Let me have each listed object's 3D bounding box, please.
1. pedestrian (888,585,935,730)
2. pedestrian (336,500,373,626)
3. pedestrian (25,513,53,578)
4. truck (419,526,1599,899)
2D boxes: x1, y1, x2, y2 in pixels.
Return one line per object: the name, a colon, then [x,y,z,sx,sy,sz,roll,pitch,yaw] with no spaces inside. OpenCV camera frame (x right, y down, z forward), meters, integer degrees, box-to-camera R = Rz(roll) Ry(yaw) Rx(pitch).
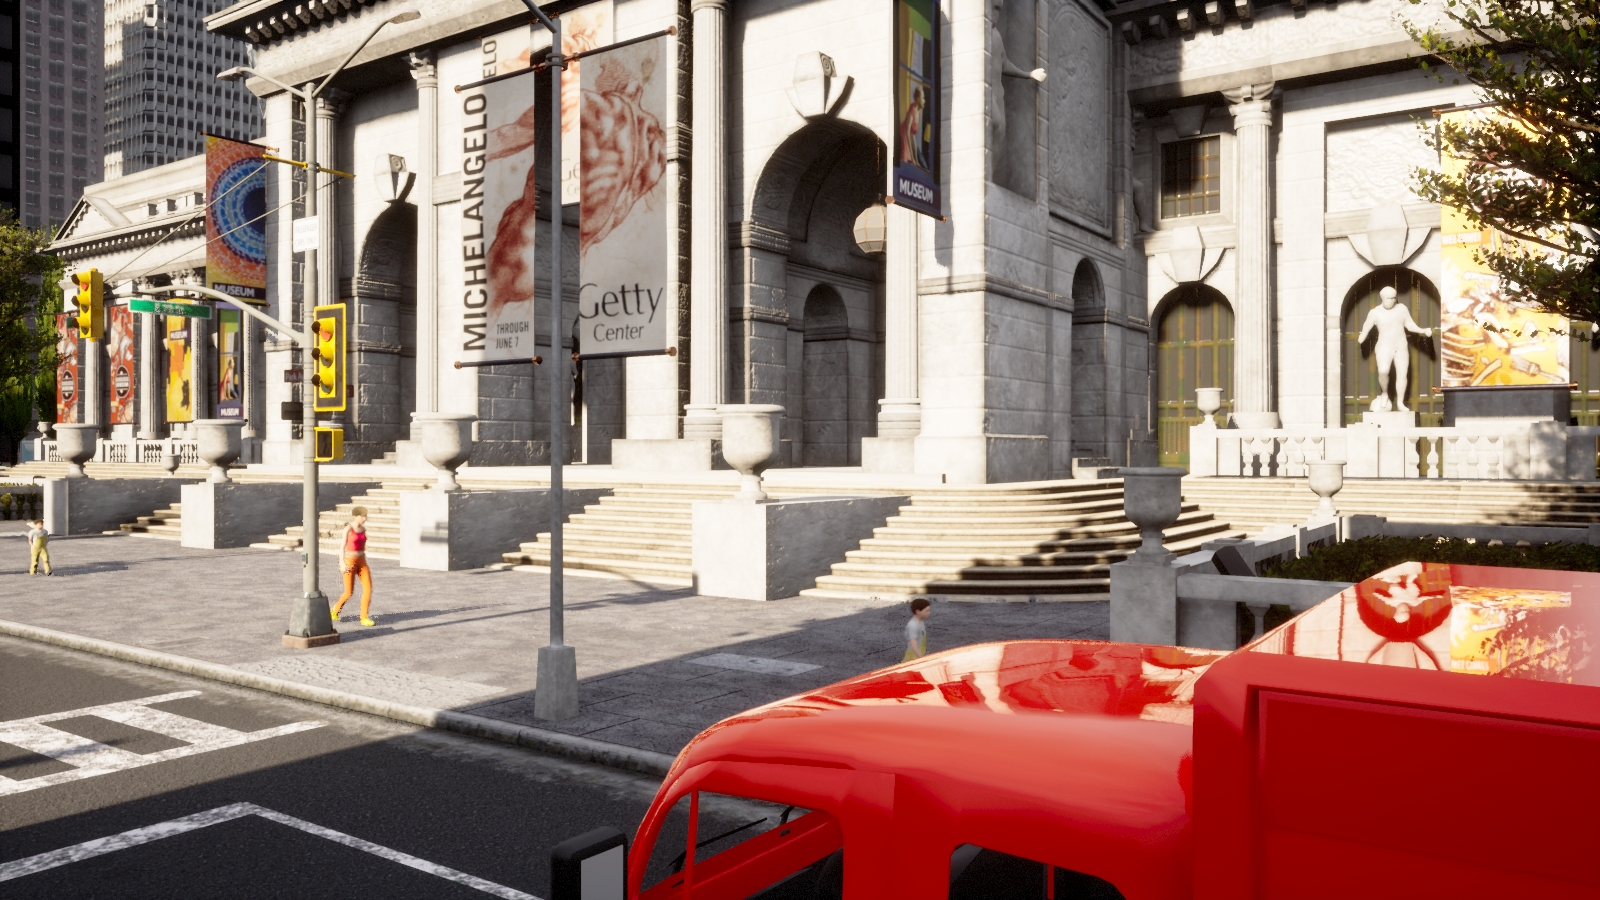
pedestrian: [1.074,1.975,10.966,0.375,1.300,0.375,0,0,19]
pedestrian: [-6.723,1.690,17.242,0.375,1.860,0.375,0,0,29]
pedestrian: [-15.784,1.966,23.691,0.375,1.300,0.375,0,0,35]
truck: [1.935,1.568,2.414,5.204,2.467,2.627,0,0,35]
